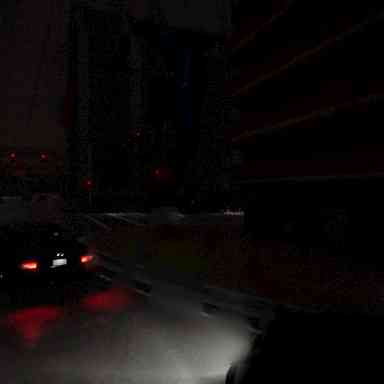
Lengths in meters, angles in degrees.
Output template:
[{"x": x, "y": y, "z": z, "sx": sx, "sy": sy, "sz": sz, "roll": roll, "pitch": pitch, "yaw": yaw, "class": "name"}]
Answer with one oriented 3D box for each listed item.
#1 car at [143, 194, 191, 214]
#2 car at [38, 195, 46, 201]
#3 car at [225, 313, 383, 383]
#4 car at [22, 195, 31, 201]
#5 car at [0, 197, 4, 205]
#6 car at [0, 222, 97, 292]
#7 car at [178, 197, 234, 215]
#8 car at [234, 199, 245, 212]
[{"x": -2.541, "y": 1.277, "z": 36.529, "sx": 5.566, "sy": 2.045, "sz": 2.150, "roll": 0, "pitch": 0, "yaw": -22, "class": "car"}, {"x": -37.061, "y": 1.540, "z": 82.373, "sx": 2.033, "sy": 1.411, "sz": 5.357, "roll": 0, "pitch": 0, "yaw": -23, "class": "car"}, {"x": 2.827, "y": 1.547, "z": 2.052, "sx": 5.357, "sy": 1.411, "sz": 2.033, "roll": 0, "pitch": 0, "yaw": 35, "class": "car"}, {"x": -40.150, "y": 1.525, "z": 80.691, "sx": 2.128, "sy": 1.511, "sz": 4.902, "roll": 0, "pitch": 0, "yaw": -23, "class": "car"}, {"x": -35.571, "y": 1.540, "z": 60.873, "sx": 2.033, "sy": 1.411, "sz": 5.357, "roll": 0, "pitch": 0, "yaw": -23, "class": "car"}, {"x": -4.390, "y": 1.547, "z": 9.074, "sx": 2.033, "sy": 1.411, "sz": 5.357, "roll": 0, "pitch": 0, "yaw": -39, "class": "car"}, {"x": 1.448, "y": 1.560, "z": 34.393, "sx": 4.892, "sy": 1.490, "sz": 1.837, "roll": 0, "pitch": 0, "yaw": -22, "class": "car"}, {"x": 6.614, "y": 1.560, "z": 40.320, "sx": 4.892, "sy": 1.490, "sz": 1.837, "roll": 0, "pitch": 0, "yaw": -22, "class": "car"}]
